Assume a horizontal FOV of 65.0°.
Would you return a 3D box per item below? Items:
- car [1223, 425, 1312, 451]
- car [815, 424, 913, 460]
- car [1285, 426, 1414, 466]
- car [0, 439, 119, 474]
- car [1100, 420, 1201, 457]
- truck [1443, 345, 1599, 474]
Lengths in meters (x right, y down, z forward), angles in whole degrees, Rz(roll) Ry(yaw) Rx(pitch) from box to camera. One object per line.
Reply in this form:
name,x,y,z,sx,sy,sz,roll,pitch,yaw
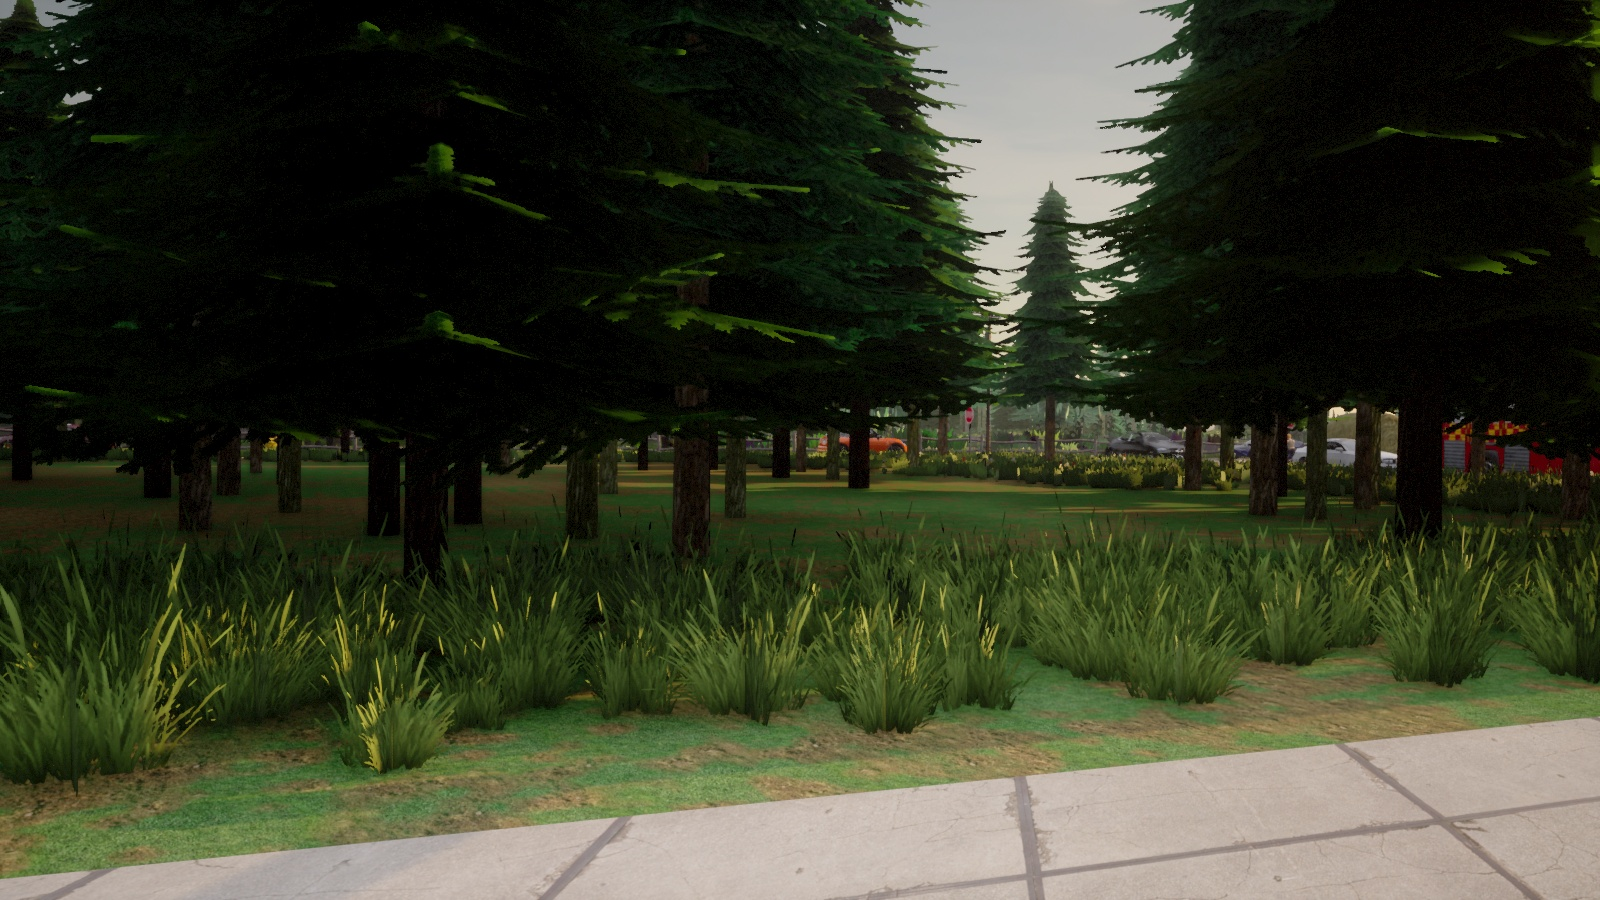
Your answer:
car,28.380,-0.757,76.241,4.792,1.488,2.163,-1,1,-18
car,3.272,-0.434,64.387,4.553,1.767,2.097,-1,1,-18
car,21.042,-0.163,48.319,1.812,1.442,4.674,-1,1,-21
car,-32.867,0.277,55.465,4.674,1.442,1.812,-1,1,-20
car,16.605,-0.548,59.764,2.152,1.651,5.027,-1,1,-19
truck,24.574,-1.240,38.975,2.891,3.827,8.468,-1,1,-21
